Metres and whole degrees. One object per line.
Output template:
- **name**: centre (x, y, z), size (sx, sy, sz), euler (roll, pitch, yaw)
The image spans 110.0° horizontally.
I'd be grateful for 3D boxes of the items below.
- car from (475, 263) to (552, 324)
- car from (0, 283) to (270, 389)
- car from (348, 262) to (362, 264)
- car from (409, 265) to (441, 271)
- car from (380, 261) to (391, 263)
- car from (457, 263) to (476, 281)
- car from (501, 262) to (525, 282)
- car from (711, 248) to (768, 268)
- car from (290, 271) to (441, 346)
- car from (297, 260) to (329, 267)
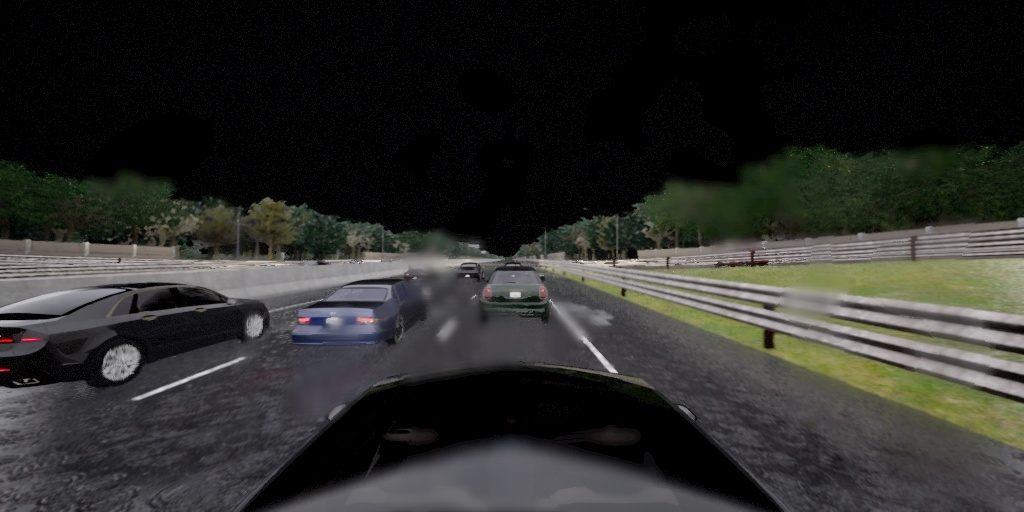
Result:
- **car**: centre (0.096, 1.107, 12.190), size (2.097, 1.767, 4.553), euler (0, 0, 0)
- **car**: centre (-6.902, 1.257, 6.898), size (1.837, 1.490, 4.892), euler (0, 0, 0)
- **car**: centre (-21.098, 1.419, 47.441), size (1.895, 1.301, 4.718), euler (0, 0, 0)
- **car**: centre (-6.910, 1.376, 28.210), size (1.895, 1.301, 4.718), euler (0, 0, 0)
- **car**: centre (-17.592, 1.390, 49.948), size (1.994, 1.385, 4.181), euler (0, 0, 0)
- **car**: centre (-3.410, 1.283, 30.001), size (1.837, 1.490, 4.892), euler (0, 0, 0)
- **car**: centre (0.089, 1.283, 30.111), size (1.837, 1.490, 4.892), euler (0, 0, 0)
- **car**: centre (23.979, 0.275, 38.021), size (2.150, 2.045, 5.566), euler (0, -3, -17)
- **car**: centre (-3.403, 1.301, 9.376), size (2.033, 1.411, 5.357), euler (0, 0, 0)
- **car**: centre (-24.598, 1.287, 44.472), size (1.882, 1.535, 5.008), euler (0, 0, 0)
